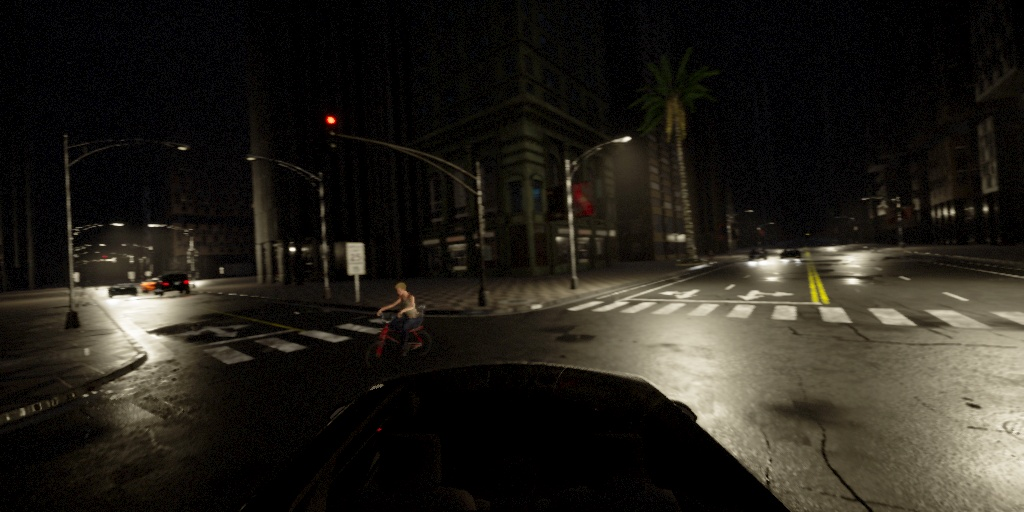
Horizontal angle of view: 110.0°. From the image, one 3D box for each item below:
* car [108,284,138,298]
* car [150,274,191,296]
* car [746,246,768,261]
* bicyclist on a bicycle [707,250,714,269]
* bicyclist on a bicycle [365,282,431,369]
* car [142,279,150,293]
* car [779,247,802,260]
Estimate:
[{"bbox_3d":[-39.062,3.455,35.965,4.718,1.301,1.895,-3,0,39],"label":"car"},{"bbox_3d":[-33.451,2.795,35.270,5.566,2.045,2.150,-3,0,40],"label":"car"},{"bbox_3d":[31.395,-0.227,45.713,2.128,1.511,4.902,-4,-1,39],"label":"car"},{"bbox_3d":[18.596,0.328,33.576,0.659,1.776,1.843,-4,-1,39],"label":"bicyclist on a bicycle"},{"bbox_3d":[-2.256,1.329,7.184,0.866,1.612,1.509,-3,0,40],"label":"bicyclist on a bicycle"},{"bbox_3d":[-41.653,3.364,41.954,4.553,1.767,2.097,-3,0,39],"label":"car"},{"bbox_3d":[33.913,-0.333,43.661,1.994,1.385,4.181,-4,-1,39],"label":"car"}]
